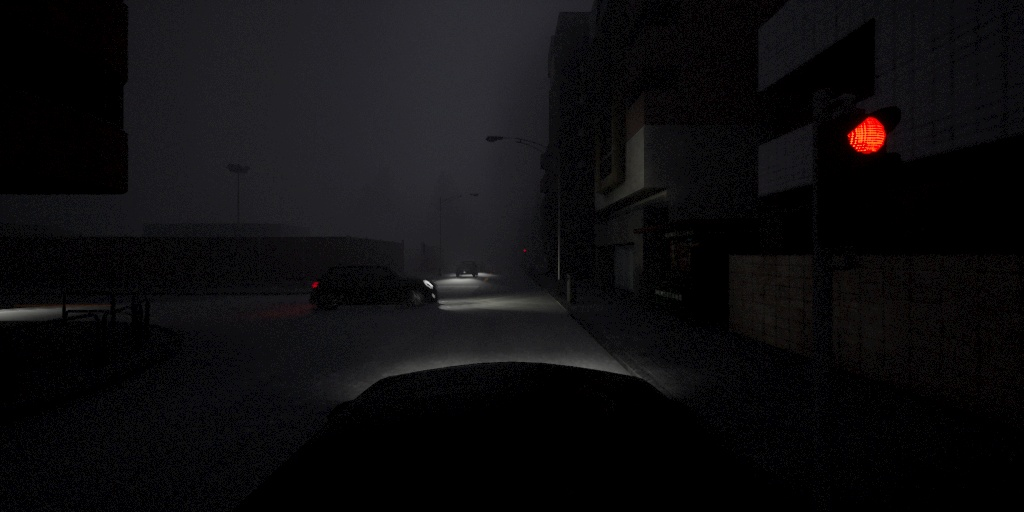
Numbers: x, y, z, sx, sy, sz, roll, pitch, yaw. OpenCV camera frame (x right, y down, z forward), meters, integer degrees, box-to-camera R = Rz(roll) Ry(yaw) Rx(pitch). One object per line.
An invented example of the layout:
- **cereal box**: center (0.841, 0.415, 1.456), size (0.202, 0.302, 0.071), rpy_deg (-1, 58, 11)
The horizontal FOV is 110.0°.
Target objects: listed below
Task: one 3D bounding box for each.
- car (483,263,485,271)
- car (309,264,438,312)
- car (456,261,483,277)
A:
- **car**: center (-4.476, 1.345, 45.766), size (1.895, 1.301, 4.718), rpy_deg (0, 0, 0)
- **car**: center (-5.243, 1.099, 14.076), size (4.553, 1.767, 2.097), rpy_deg (0, 0, -16)
- **car**: center (-4.409, 1.237, 35.652), size (2.128, 1.511, 4.902), rpy_deg (0, 0, 0)
